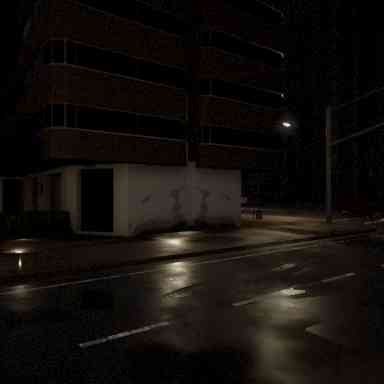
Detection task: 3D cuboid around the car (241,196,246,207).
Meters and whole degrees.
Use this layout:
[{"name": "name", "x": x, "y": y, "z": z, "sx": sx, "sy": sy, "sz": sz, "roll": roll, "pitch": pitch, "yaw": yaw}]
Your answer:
[{"name": "car", "x": 5.027, "y": 1.601, "z": 47.342, "sx": 1.895, "sy": 1.301, "sz": 4.718, "roll": 0, "pitch": 0, "yaw": -36}]

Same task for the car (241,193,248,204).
[{"name": "car", "x": 6.212, "y": 1.222, "z": 51.975, "sx": 2.150, "sy": 2.045, "sz": 5.566, "roll": 0, "pitch": 0, "yaw": -36}]

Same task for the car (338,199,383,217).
[{"name": "car", "x": 16.464, "y": 1.478, "z": 31.505, "sx": 1.882, "sy": 1.535, "sz": 5.008, "roll": 0, "pitch": 0, "yaw": -36}]
